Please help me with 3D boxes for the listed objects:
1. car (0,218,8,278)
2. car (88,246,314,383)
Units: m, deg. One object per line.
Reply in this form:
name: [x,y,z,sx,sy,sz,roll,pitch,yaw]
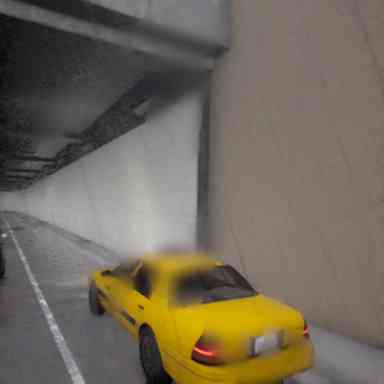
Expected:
car: [-7.202,1.830,10.869,1.882,1.535,5.008,2,-3,-30]
car: [-0.471,1.713,5.882,1.801,1.575,5.366,2,-3,-30]
